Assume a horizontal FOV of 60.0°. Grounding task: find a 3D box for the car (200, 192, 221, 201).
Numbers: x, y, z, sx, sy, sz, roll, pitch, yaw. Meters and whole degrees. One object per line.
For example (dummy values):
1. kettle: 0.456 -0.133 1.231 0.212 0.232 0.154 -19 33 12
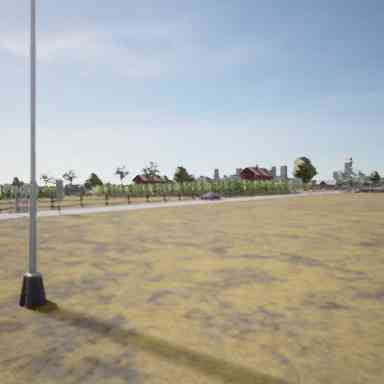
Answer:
1. car: 3.204 0.746 57.628 1.994 1.385 4.181 0 1 36
